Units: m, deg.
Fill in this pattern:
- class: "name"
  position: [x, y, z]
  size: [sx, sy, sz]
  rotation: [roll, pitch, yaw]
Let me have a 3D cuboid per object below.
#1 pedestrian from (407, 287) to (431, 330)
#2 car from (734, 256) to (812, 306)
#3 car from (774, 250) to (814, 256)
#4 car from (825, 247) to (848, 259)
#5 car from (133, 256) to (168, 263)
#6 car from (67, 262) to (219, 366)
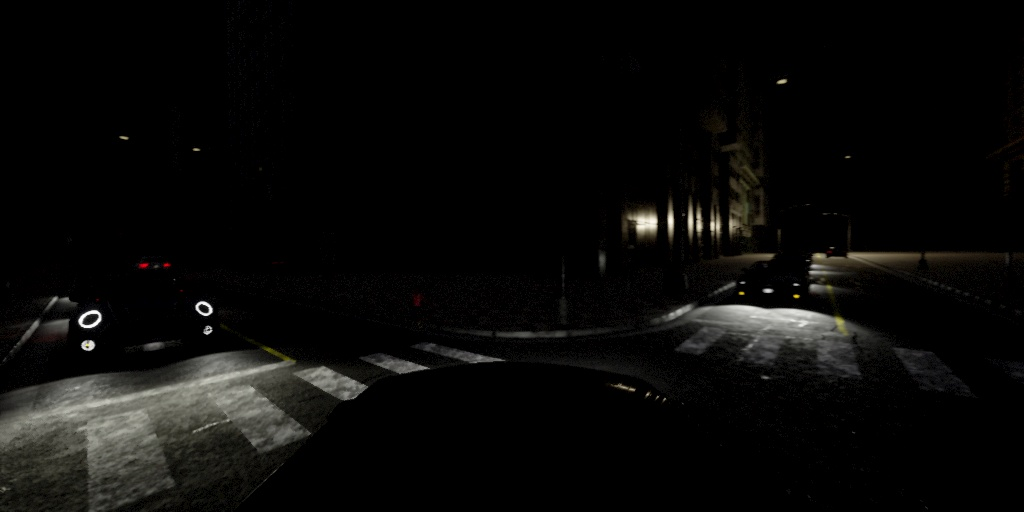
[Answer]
- class: "pedestrian"
  position: [-2.497, 1.011, 9.485]
  size: [0.375, 1.860, 0.375]
  rotation: [0, 0, 40]
- class: "car"
  position: [9.457, 0.859, 12.939]
  size: [1.994, 1.385, 4.181]
  rotation: [0, 2, 41]
- class: "car"
  position: [15.451, 0.554, 20.072]
  size: [2.033, 1.411, 5.357]
  rotation: [0, 1, 40]
- class: "car"
  position: [39.757, -0.408, 43.966]
  size: [1.994, 1.385, 4.181]
  rotation: [0, 1, 40]
- class: "car"
  position: [-35.269, 1.060, 35.169]
  size: [5.566, 2.045, 2.150]
  rotation: [0, 1, 40]
- class: "car"
  position: [-8.496, 1.139, 8.310]
  size: [4.553, 1.767, 2.097]
  rotation: [0, 1, 42]
